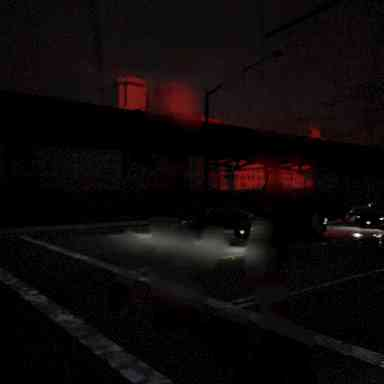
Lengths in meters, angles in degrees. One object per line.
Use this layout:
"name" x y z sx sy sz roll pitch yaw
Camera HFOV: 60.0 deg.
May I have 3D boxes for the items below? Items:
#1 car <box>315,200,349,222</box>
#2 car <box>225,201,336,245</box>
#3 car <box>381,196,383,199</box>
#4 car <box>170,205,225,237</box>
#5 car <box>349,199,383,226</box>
"car" 8.758 1.277 22.226 4.902 1.511 2.128 -1 1 -33
"car" 4.087 1.378 14.988 4.892 1.490 1.837 -1 1 -33
"car" 16.415 1.023 27.228 4.553 1.767 2.097 -1 1 -33
"car" 1.096 1.394 17.215 4.674 1.442 1.812 -1 1 -33
"car" 12.238 1.333 20.322 5.357 1.411 2.033 -1 1 -33
